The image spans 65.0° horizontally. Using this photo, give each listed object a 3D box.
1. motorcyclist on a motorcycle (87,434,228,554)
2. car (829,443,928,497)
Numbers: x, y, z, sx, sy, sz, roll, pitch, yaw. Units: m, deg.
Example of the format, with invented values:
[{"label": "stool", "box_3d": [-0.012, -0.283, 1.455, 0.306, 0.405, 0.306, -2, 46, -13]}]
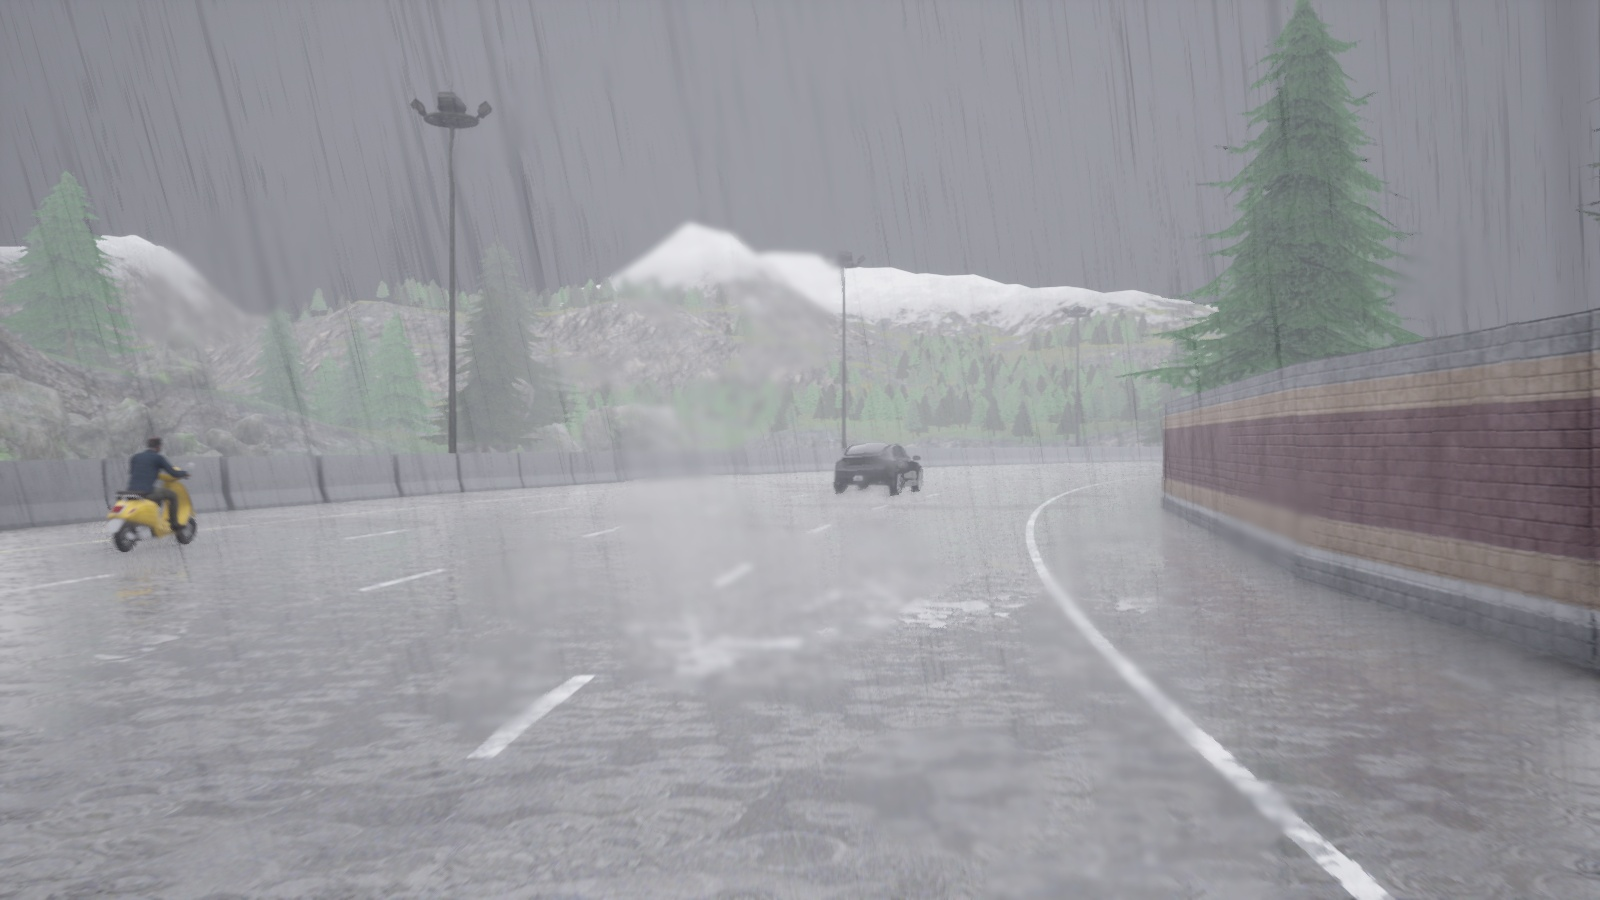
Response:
[{"label": "motorcyclist on a motorcycle", "box_3d": [-9.066, 0.589, 17.807, 0.866, 1.590, 1.817, 1, 0, 8]}, {"label": "car", "box_3d": [2.396, 0.544, 37.179, 1.837, 1.490, 4.892, 0, 0, 17]}]
